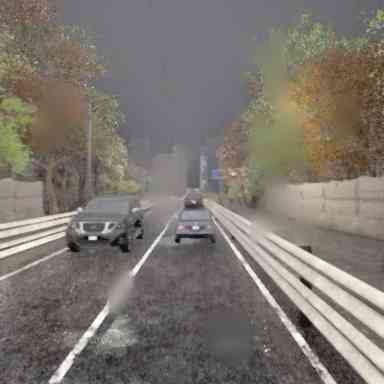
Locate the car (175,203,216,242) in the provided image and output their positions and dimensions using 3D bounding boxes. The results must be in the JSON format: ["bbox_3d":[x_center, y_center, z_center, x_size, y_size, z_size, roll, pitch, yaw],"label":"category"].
[{"bbox_3d":[0.151,1.511,16.211,2.033,1.411,5.357,0,0,0],"label":"car"}]

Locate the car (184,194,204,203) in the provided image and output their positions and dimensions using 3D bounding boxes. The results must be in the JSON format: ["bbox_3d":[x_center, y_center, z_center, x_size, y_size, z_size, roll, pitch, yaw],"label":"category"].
[{"bbox_3d":[0.229,1.219,38.199,2.150,2.045,5.566,0,0,0],"label":"car"}]

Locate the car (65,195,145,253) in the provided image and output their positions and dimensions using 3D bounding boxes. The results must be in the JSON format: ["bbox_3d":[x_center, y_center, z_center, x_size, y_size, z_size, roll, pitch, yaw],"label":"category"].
[{"bbox_3d":[-3.305,1.174,13.872,2.150,2.045,5.566,0,0,0],"label":"car"}]
